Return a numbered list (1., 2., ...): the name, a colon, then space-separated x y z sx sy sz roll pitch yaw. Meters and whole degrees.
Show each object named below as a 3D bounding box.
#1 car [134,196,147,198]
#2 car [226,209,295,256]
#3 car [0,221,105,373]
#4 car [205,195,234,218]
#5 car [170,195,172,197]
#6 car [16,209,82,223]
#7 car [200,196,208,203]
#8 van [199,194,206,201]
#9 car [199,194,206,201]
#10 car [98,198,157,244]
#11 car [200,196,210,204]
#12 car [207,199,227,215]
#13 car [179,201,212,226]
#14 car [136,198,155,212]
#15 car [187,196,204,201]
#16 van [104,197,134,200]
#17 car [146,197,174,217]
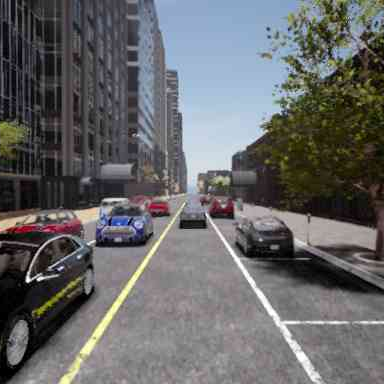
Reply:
1. car: -5.711 1.356 35.907 2.192 1.841 5.009 -1 0 0
2. car: 2.689 1.566 13.024 2.008 1.369 4.403 -1 0 0
3. car: -3.095 1.512 5.692 1.837 1.490 4.892 0 0 0
4. car: 2.670 1.350 30.364 2.192 1.841 5.009 -1 0 0
5. car: -5.714 1.603 68.945 1.752 1.417 4.829 -1 0 0
6. car: -5.717 1.456 13.040 1.967 1.590 4.097 -1 0 0
7. car: 2.666 1.665 74.639 1.802 1.307 4.206 -1 0 0
8. van: 2.660 1.437 85.708 1.690 1.788 3.998 -1 0 0
9. car: 2.665 1.380 58.037 2.192 1.841 5.009 -1 0 0
10. car: -3.065 1.371 15.903 2.097 1.767 4.553 0 0 -1
11. car: 2.667 1.643 69.105 1.947 1.339 4.313 -1 0 0
12. car: 2.673 1.567 36.068 1.752 1.417 4.829 -1 0 0
13. car: 0.073 1.575 23.338 2.033 1.411 5.357 0 0 0
14. car: -5.709 1.572 41.272 1.752 1.417 4.829 -1 0 0
15. car: 0.081 1.594 40.619 2.033 1.411 5.357 0 0 0
16. van: -5.709 1.370 24.837 1.690 1.788 3.998 -1 0 0
17. car: -3.053 1.514 31.804 1.882 1.535 5.008 0 0 0
